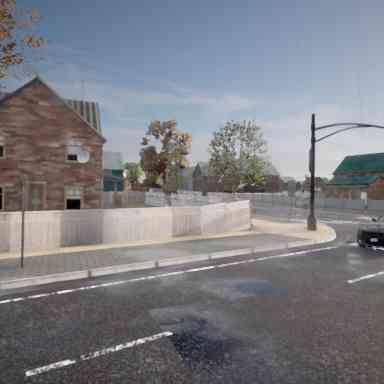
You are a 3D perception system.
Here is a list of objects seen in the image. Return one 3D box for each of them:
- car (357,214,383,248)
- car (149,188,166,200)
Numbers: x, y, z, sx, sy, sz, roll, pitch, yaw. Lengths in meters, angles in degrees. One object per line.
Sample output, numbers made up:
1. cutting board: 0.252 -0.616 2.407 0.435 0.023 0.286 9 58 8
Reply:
1. car: 8.740 1.495 13.626 5.008 1.535 1.882 0 0 -35
2. car: -6.515 0.335 61.647 2.150 2.045 5.566 1 1 -21
